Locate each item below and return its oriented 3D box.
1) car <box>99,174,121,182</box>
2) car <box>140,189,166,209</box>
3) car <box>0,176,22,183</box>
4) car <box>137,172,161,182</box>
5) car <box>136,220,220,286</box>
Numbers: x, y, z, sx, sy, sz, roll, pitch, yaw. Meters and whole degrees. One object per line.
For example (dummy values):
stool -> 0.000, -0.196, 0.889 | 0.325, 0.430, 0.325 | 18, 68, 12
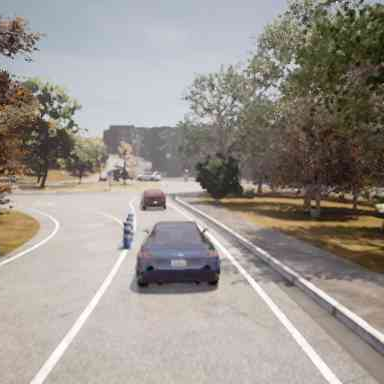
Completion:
car -> -17.959, -3.152, 73.027 | 4.553, 1.767, 2.097 | 0, 5, 2
car -> -3.307, 0.477, 28.210 | 1.882, 1.535, 5.008 | -1, 4, -11
car -> -37.230, -2.626, 67.566 | 1.895, 1.301, 4.718 | 3, 5, 34
car -> -9.476, -3.386, 73.631 | 5.566, 2.045, 2.150 | 2, 5, 29
car -> -0.432, 1.470, 9.231 | 1.994, 1.385, 4.181 | 0, 1, -4
